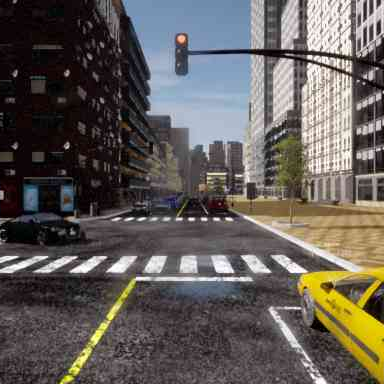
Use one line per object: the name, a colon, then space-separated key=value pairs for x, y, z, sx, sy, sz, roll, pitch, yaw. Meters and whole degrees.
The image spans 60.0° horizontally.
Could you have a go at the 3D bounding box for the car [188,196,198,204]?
car: x=0.320 y=1.617 z=68.259 sx=1.994 sy=1.385 sz=4.181 roll=0 pitch=0 yaw=1

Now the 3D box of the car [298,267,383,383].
car: x=2.703 y=1.525 z=4.153 sx=1.752 sy=1.417 sz=4.829 roll=0 pitch=0 yaw=0

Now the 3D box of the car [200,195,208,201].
car: x=3.053 y=1.611 z=86.304 sx=1.752 sy=1.417 sz=4.829 roll=0 pitch=0 yaw=0

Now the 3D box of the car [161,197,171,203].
car: x=-5.399 y=1.637 z=69.591 sx=1.802 sy=1.307 sz=4.206 roll=0 pitch=0 yaw=0

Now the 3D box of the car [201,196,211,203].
car: x=2.981 y=1.600 z=69.555 sx=1.887 sy=1.381 sz=4.507 roll=0 pitch=0 yaw=0

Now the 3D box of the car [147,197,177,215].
car: x=-2.953 y=1.557 z=34.122 sx=2.033 sy=1.411 sz=5.357 roll=0 pitch=0 yaw=0

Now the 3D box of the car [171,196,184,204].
car: x=-2.729 y=1.538 z=63.999 sx=2.128 sy=1.511 sz=4.902 roll=0 pitch=0 yaw=0

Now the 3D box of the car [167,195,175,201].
car: x=-5.329 y=1.610 z=86.000 sx=1.752 sy=1.417 sz=4.829 roll=0 pitch=0 yaw=0

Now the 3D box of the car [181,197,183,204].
car: x=-2.841 y=1.535 z=53.754 sx=1.837 sy=1.490 sz=4.892 roll=0 pitch=0 yaw=1

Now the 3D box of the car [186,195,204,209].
car: x=0.286 y=1.524 z=46.089 sx=1.837 sy=1.490 sz=4.892 roll=0 pitch=0 yaw=0

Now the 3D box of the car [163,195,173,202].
car: x=-5.376 y=1.504 z=75.117 sx=1.967 sy=1.590 sz=4.097 roll=0 pitch=0 yaw=0

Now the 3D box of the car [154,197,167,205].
car: x=-5.446 y=1.582 z=58.536 sx=1.887 sy=1.381 sz=4.507 roll=0 pitch=0 yaw=0

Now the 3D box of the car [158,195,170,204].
car: x=-5.423 y=1.486 z=64.064 sx=1.967 sy=1.590 sz=4.097 roll=0 pitch=0 yaw=0

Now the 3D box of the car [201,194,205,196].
car: x=2.933 y=1.352 z=58.501 sx=2.192 sy=1.841 sz=5.009 roll=0 pitch=0 yaw=0

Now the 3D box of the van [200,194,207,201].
van: x=3.074 y=1.438 z=91.660 sx=1.690 sy=1.788 sz=3.998 roll=0 pitch=0 yaw=0

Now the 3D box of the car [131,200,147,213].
car: x=-5.539 y=1.562 z=36.431 sx=2.008 sy=1.369 sz=4.403 roll=0 pitch=0 yaw=0

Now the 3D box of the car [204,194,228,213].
car: x=2.839 y=1.326 z=36.395 sx=2.192 sy=1.841 sz=5.009 roll=0 pitch=0 yaw=0

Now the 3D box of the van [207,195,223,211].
van: x=2.863 y=1.357 z=41.921 sx=1.690 sy=1.788 sz=3.998 roll=0 pitch=0 yaw=0

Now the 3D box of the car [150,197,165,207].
car: x=-5.469 y=1.580 z=53.010 sx=2.008 sy=1.369 sz=4.403 roll=0 pitch=0 yaw=0

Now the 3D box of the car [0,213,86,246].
car: x=-7.051 y=1.667 z=15.630 sx=4.181 sy=1.385 sz=1.994 roll=-1 pitch=-1 yaw=26

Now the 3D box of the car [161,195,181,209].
car: x=-2.901 y=1.495 z=43.941 sx=1.882 sy=1.535 sz=5.008 roll=0 pitch=0 yaw=0

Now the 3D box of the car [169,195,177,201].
car: x=-5.305 y=1.641 z=91.696 sx=1.887 sy=1.381 sz=4.507 roll=0 pitch=0 yaw=0
